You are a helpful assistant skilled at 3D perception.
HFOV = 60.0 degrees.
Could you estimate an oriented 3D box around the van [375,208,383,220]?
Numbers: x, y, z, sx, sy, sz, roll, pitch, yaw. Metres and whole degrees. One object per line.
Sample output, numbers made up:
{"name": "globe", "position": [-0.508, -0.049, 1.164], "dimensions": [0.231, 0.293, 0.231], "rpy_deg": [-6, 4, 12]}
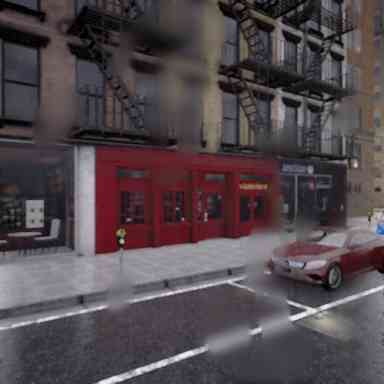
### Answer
{"name": "van", "position": [8.299, 1.345, 12.107], "dimensions": [3.998, 1.788, 1.690], "rpy_deg": [0, 0, -35]}

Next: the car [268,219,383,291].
{"name": "car", "position": [3.896, 1.584, 8.970], "dimensions": [4.206, 1.307, 1.802], "rpy_deg": [0, 0, -35]}
